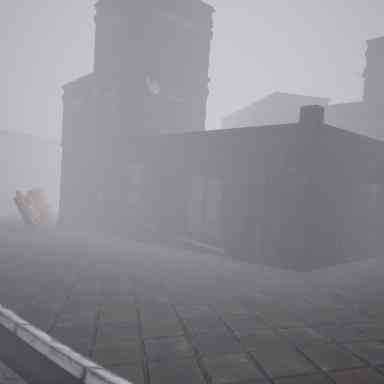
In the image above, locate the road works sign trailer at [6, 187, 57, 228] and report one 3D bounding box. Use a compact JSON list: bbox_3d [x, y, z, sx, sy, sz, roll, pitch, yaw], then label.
[{"bbox_3d":[-10.517,1.181,21.013,2.880,2.380,3.560,-26,7,-18],"label":"road works sign trailer"}]
